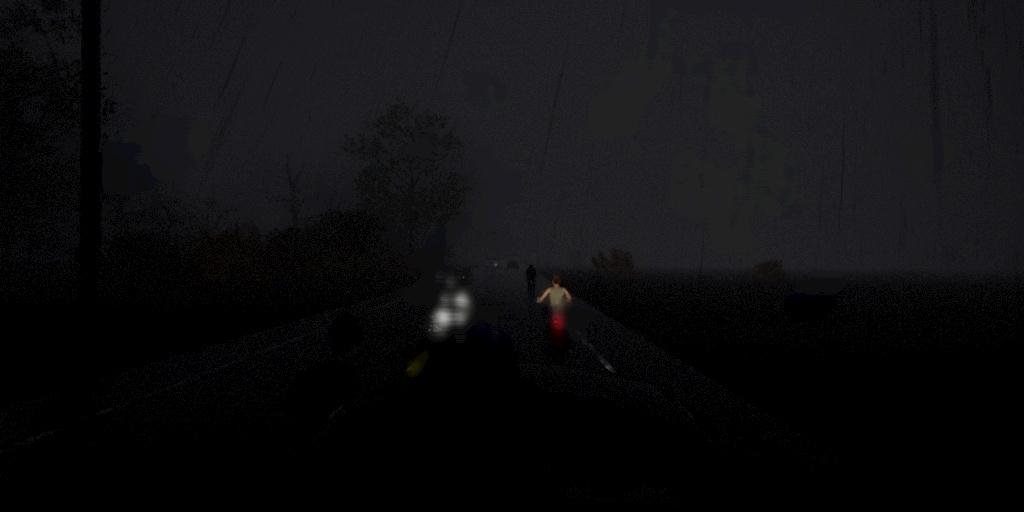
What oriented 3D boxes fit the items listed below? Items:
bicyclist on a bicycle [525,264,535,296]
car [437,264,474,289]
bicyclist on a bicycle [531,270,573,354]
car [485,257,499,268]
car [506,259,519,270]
[{"bbox_3d":[0.960,1.253,17.975,0.582,1.620,1.656,0,-1,0],"label":"bicyclist on a bicycle"},{"bbox_3d":[-3.601,1.307,23.557,2.128,1.511,4.902,0,0,0],"label":"car"},{"bbox_3d":[0.952,1.206,7.847,0.866,1.612,1.509,0,0,0],"label":"bicyclist on a bicycle"},{"bbox_3d":[-3.552,1.136,63.846,2.150,2.045,5.566,0,0,1],"label":"car"},{"bbox_3d":[0.090,1.404,57.044,1.837,1.490,4.892,0,0,0],"label":"car"}]
